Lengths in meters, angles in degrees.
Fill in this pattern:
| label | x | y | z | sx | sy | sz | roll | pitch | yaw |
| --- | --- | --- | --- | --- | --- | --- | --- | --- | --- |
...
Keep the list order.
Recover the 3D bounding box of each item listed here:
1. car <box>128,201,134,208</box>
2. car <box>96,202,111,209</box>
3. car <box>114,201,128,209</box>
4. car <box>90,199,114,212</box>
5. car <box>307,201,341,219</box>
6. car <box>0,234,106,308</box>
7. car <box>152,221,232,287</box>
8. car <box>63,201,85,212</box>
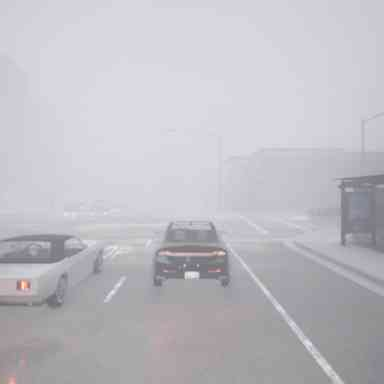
| label | x | y | z | sx | sy | sz | roll | pitch | yaw |
| --- | --- | --- | --- | --- | --- | --- | --- | --- | --- |
| car | -13.965 | 2.729 | 73.320 | 1.812 | 1.442 | 4.674 | 0 | -2 | -3 |
| car | -16.937 | 2.547 | 64.064 | 1.895 | 1.301 | 4.718 | 0 | -2 | -3 |
| car | -13.139 | 2.264 | 58.325 | 2.128 | 1.511 | 4.902 | 0 | -2 | -3 |
| car | -12.365 | 1.791 | 45.184 | 2.097 | 1.767 | 4.553 | 0 | -1 | -3 |
| car | 12.241 | 1.520 | 28.892 | 4.181 | 1.385 | 1.994 | -1 | 0 | -4 |
| car | -3.510 | 1.654 | 7.990 | 1.895 | 1.301 | 4.718 | 0 | 0 | 0 |
| car | -0.025 | 1.556 | 9.458 | 2.128 | 1.511 | 4.902 | 0 | 0 | -1 |
| car | -15.861 | 1.929 | 45.000 | 2.128 | 1.511 | 4.902 | 0 | -1 | -3 |
